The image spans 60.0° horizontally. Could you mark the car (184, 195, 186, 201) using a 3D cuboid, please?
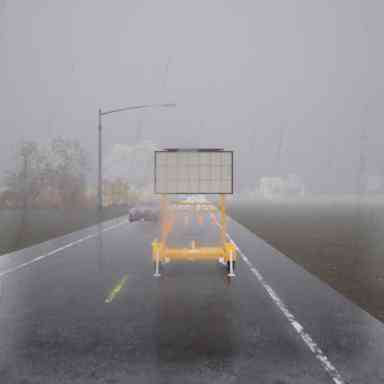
[{"bbox_3d":[-2.519,1.543,87.201,1.882,1.535,5.008,0,0,1],"label":"car"}]

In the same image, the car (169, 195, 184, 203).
[{"bbox_3d":[-2.988,1.542,59.737,1.837,1.490,4.892,0,0,1],"label":"car"}]

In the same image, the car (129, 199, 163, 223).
[{"bbox_3d":[-3.467,1.365,25.541,2.097,1.767,4.553,0,0,0],"label":"car"}]

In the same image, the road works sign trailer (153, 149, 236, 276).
[{"bbox_3d":[0.054,0.469,10.320,2.380,3.560,2.880,0,0,-1],"label":"road works sign trailer"}]
